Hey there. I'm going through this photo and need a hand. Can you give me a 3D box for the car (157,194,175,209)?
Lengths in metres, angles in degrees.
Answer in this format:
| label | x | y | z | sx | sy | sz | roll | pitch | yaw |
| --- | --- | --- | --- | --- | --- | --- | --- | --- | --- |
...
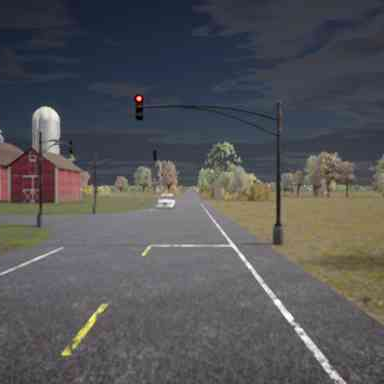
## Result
| label | x | y | z | sx | sy | sz | roll | pitch | yaw |
| --- | --- | --- | --- | --- | --- | --- | --- | --- | --- |
| car | -3.503 | 1.363 | 45.692 | 2.150 | 2.045 | 5.566 | 0 | 2 | 0 |
